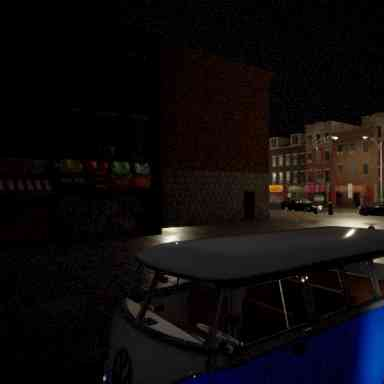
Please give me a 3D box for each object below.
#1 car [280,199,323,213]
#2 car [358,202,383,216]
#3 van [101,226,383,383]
[{"bbox_3d":[12.000,1.492,36.759,2.128,1.511,4.902,0,0,-35],"label":"car"},{"bbox_3d":[17.119,1.571,29.572,1.994,1.385,4.181,0,0,-35],"label":"car"},{"bbox_3d":[1.070,1.341,3.584,3.998,1.788,1.690,0,0,-36],"label":"van"}]
